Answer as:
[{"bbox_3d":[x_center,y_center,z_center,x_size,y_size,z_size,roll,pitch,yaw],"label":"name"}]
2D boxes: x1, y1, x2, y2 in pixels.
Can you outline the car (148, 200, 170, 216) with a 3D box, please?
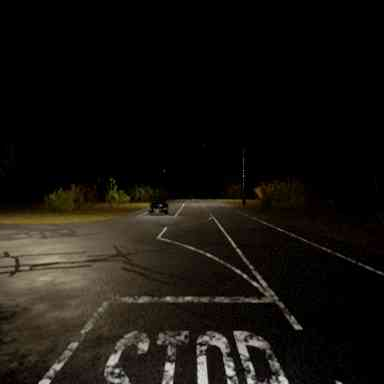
[{"bbox_3d":[-3.326,1.593,34.205,1.812,1.442,4.674,0,0,0],"label":"car"}]
